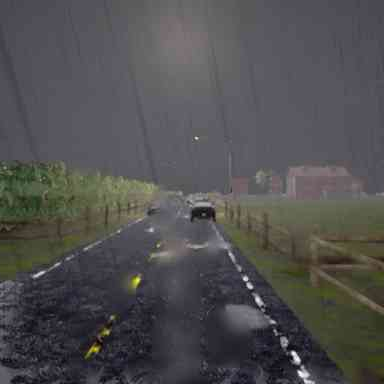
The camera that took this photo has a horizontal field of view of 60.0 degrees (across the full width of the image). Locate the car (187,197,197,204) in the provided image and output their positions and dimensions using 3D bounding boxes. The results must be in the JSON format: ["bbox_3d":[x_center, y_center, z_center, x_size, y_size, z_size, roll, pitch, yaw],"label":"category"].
[{"bbox_3d":[-0.005,1.525,61.186,1.895,1.301,4.718,0,0,0],"label":"car"}]

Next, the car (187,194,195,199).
[{"bbox_3d":[0.822,1.292,35.700,2.097,1.767,4.553,0,0,0],"label":"car"}]

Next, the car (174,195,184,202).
[{"bbox_3d":[-2.756,1.393,70.495,1.837,1.490,4.892,0,0,0],"label":"car"}]

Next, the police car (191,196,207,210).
[{"bbox_3d":[0.822,1.358,41.839,1.930,1.638,5.238,0,0,0],"label":"police car"}]

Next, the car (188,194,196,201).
[{"bbox_3d":[-0.006,1.260,80.518,1.882,1.535,5.008,0,0,0],"label":"car"}]

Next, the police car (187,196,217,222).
[{"bbox_3d":[0.823,1.379,25.839,1.930,1.638,5.238,0,0,0],"label":"police car"}]

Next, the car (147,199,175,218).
[{"bbox_3d":[-2.848,1.512,29.869,1.994,1.385,4.181,0,0,0],"label":"car"}]
